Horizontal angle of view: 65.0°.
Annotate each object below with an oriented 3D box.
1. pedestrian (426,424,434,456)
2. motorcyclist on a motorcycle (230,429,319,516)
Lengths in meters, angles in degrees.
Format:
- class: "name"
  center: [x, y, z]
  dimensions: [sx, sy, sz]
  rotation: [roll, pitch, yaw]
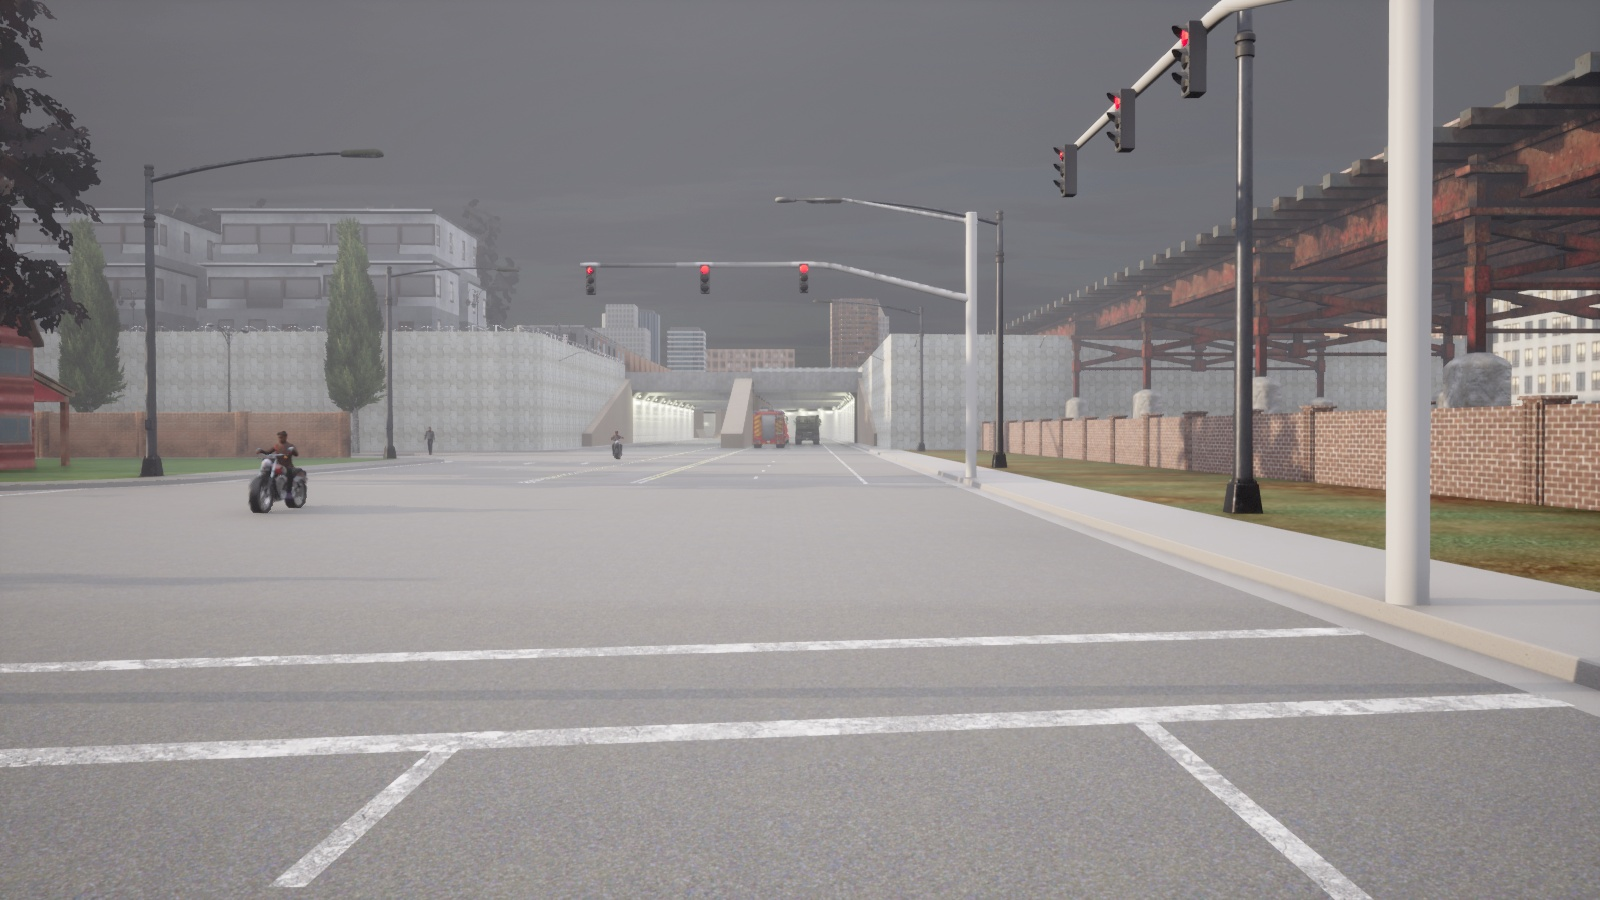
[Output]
- class: "pedestrian"
  center: [-23.045, -0.630, 78.235]
  dimensions: [0.423, 1.949, 0.788]
  rotation: [0, 1, -13]
- class: "motorcyclist on a motorcycle"
  center: [-10.342, 0.405, 24.816]
  dimensions: [0.766, 1.649, 2.350]
  rotation: [0, 1, 0]
